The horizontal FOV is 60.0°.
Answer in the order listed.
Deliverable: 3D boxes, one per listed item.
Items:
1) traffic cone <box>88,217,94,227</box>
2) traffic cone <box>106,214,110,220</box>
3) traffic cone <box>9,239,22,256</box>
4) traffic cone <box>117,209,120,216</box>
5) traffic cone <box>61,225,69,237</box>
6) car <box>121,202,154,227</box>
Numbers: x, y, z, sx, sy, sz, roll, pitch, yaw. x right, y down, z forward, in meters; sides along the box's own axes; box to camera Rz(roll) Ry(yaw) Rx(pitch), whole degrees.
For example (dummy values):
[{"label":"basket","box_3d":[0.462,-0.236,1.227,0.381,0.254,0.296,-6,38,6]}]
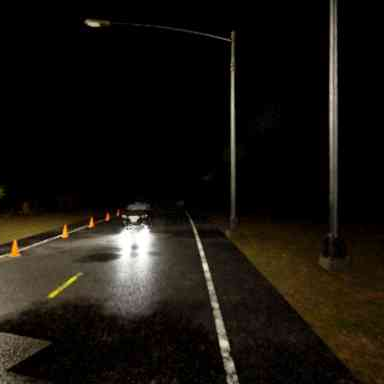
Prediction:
[{"label":"traffic cone","box_3d":[-6.553,1.954,21.744,0.340,0.580,0.340,0,0,-2]},{"label":"traffic cone","box_3d":[-6.751,1.950,26.716,0.340,0.580,0.340,0,0,-3]},{"label":"traffic cone","box_3d":[-6.273,1.959,11.795,0.340,0.580,0.340,0,0,-1]},{"label":"traffic cone","box_3d":[-6.988,1.943,31.687,0.340,0.580,0.340,0,0,-3]},{"label":"traffic cone","box_3d":[-6.394,1.958,16.771,0.340,0.580,0.340,0,0,-2]},{"label":"car","box_3d":[-3.660,1.486,22.854,2.128,1.511,4.902,0,0,-2]}]
